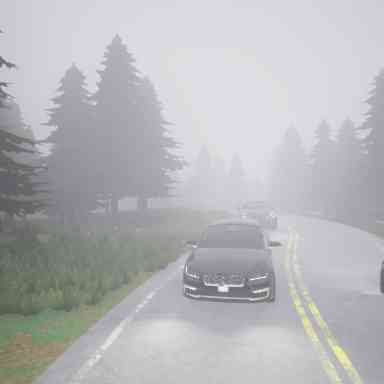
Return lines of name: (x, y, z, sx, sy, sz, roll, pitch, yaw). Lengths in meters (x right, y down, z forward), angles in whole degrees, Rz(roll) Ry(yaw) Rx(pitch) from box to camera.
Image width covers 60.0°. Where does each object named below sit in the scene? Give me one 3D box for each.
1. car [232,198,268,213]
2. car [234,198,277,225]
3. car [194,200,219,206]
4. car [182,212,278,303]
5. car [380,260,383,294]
car: (6.163, 1.409, 35.728, 1.837, 1.490, 4.892, 2, -1, -16)
car: (3.853, 1.269, 20.356, 2.097, 1.767, 4.553, -1, 0, 5)
car: (1.869, 1.796, 44.849, 1.812, 1.442, 4.674, 3, -5, -35)
car: (1.081, 1.496, 8.400, 1.837, 1.490, 4.892, -1, 0, 12)
car: (4.488, 1.309, 4.634, 2.097, 1.767, 4.553, -1, 0, 8)
